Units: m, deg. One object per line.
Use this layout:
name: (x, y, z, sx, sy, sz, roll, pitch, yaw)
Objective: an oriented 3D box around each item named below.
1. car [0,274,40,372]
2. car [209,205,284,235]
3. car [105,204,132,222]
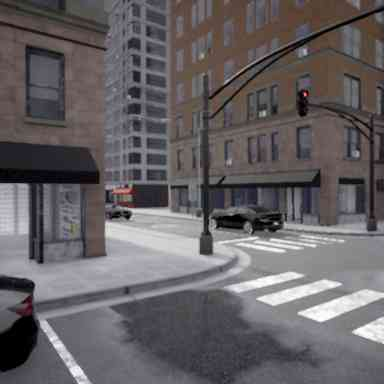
car: (-3.901, 1.571, 3.394, 4.313, 1.339, 1.947, 0, 0, -36)
car: (2.927, 1.475, 19.033, 1.882, 1.535, 5.008, 0, 0, -33)
car: (-6.721, 1.666, 27.647, 1.895, 1.301, 4.718, 0, 0, -36)
